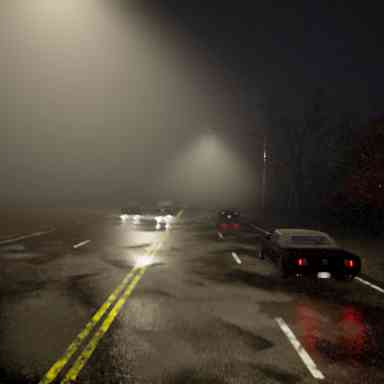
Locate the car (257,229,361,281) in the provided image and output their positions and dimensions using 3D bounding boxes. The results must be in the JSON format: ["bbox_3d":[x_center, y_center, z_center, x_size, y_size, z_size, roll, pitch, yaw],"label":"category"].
[{"bbox_3d":[3.408,1.858,10.779,1.895,1.301,4.718,1,0,0],"label":"car"}]

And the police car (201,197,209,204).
[{"bbox_3d":[3.597,2.393,94.121,1.930,1.638,5.238,2,0,0],"label":"police car"}]

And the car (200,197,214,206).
[{"bbox_3d":[3.518,2.159,71.992,2.097,1.767,4.553,2,-1,0],"label":"car"}]

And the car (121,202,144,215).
[{"bbox_3d":[-6.448,1.739,36.332,1.994,1.385,4.181,2,-1,0],"label":"car"}]

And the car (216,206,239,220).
[{"bbox_3d":[3.509,2.048,33.269,1.895,1.301,4.718,3,-1,0],"label":"car"}]

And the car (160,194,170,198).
[{"bbox_3d":[-6.196,1.609,77.633,2.150,2.045,5.566,2,0,0],"label":"car"}]

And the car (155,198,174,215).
[{"bbox_3d":[-3.188,1.800,38.773,2.128,1.511,4.902,2,-1,0],"label":"car"}]
